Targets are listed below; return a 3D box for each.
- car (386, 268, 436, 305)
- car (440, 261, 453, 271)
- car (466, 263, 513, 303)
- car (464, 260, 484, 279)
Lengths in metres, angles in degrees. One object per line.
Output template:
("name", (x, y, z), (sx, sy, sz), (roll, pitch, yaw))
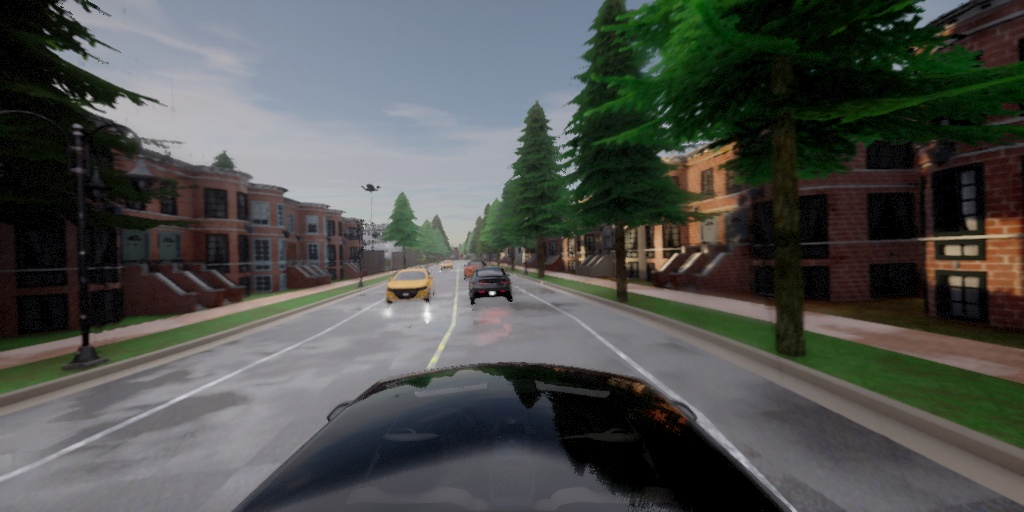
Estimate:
("car", (-4.855, 1.369, 17.658), (1.882, 1.535, 5.008), (-2, 0, -8))
("car", (-10.561, 1.500, 58.137), (1.882, 1.535, 5.008), (-2, 0, -8))
("car", (-1.095, 1.268, 16.948), (1.837, 1.490, 4.892), (-2, 0, -7))
("car", (-3.373, 1.167, 33.407), (2.097, 1.767, 4.553), (-2, 0, -8))
